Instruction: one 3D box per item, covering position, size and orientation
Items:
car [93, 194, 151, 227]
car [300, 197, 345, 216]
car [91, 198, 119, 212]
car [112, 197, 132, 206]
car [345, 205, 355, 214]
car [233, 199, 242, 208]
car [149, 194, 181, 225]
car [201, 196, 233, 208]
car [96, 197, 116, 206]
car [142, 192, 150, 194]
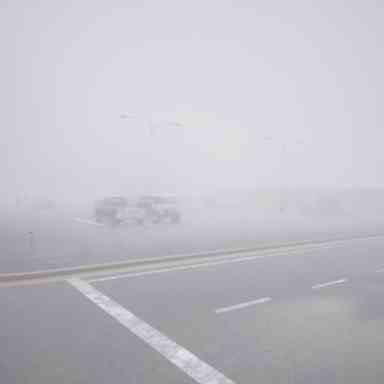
[{"bbox_3d":[-4.881,1.230,22.155,1.932,1.855,4.605,1,0,-35],"label":"car"},{"bbox_3d":[13.513,1.462,35.142,1.905,1.878,3.866,1,0,-35],"label":"car"},{"bbox_3d":[-10.365,1.519,39.604,1.970,1.475,3.806,1,0,-35],"label":"car"},{"bbox_3d":[-12.011,1.567,56.936,1.784,1.438,3.905,1,0,-35],"label":"car"},{"bbox_3d":[15.881,1.731,36.803,1.970,1.475,3.806,1,0,-35],"label":"car"},{"bbox_3d":[5.781,1.689,51.053,1.784,1.438,3.905,1,0,-35],"label":"car"},{"bbox_3d":[-2.487,1.262,23.782,1.905,1.878,3.866,1,0,-35],"label":"car"},{"bbox_3d":[3.381,1.449,49.435,1.932,1.855,4.605,1,0,-35],"label":"car"},{"bbox_3d":[-14.375,1.569,55.265,1.970,1.475,3.806,1,0,-35],"label":"car"},{"bbox_3d":[-9.847,1.383,58.527,1.932,1.855,4.605,1,0,-35],"label":"car"}]
